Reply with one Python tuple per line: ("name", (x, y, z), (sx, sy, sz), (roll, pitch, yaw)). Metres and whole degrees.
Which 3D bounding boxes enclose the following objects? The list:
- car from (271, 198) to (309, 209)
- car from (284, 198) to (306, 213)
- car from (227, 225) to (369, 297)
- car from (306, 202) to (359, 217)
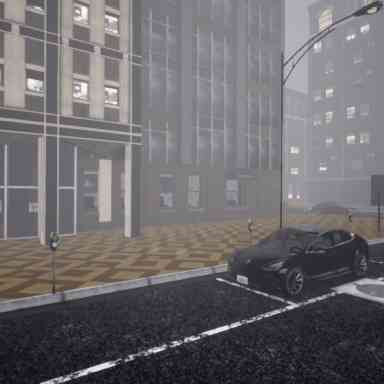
("car", (13.059, 1.498, 44.513), (1.752, 1.417, 4.829), (0, 0, -36))
("car", (9.754, 1.466, 34.749), (1.752, 1.417, 4.829), (0, 0, -36))
("car", (2.888, 1.567, 8.621), (4.313, 1.339, 1.947), (0, 0, -36))
("car", (12.956, 1.533, 30.287), (1.802, 1.307, 4.206), (0, 0, -36))
